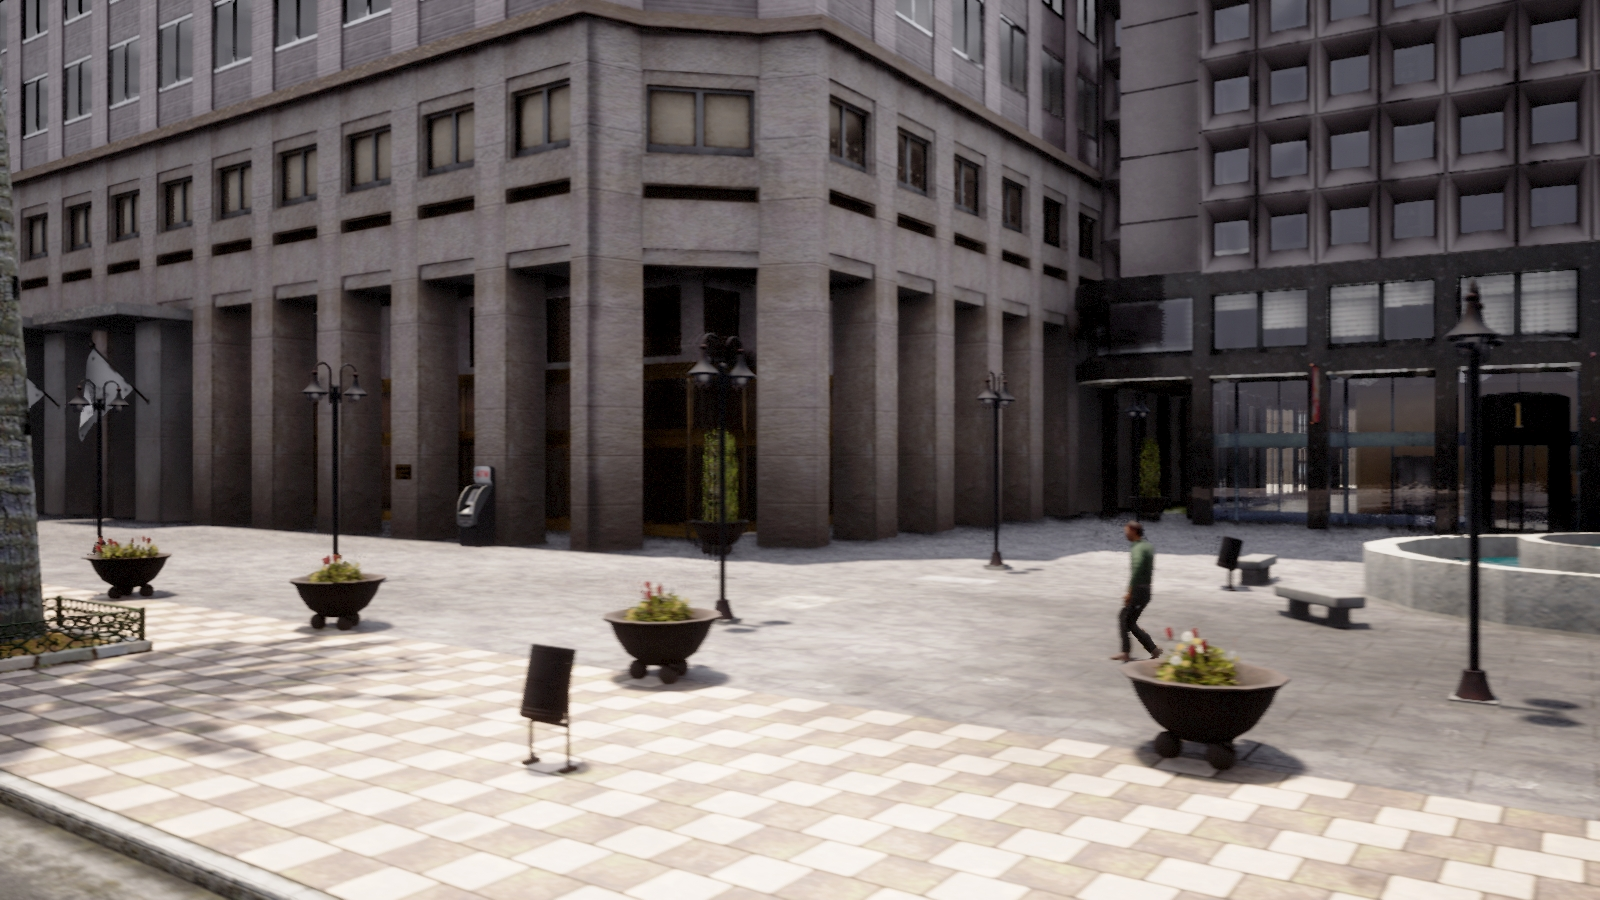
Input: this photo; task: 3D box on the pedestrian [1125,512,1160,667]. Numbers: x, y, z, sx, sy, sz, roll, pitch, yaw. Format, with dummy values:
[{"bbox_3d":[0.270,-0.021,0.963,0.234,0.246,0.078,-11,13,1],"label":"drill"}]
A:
[{"bbox_3d":[4.246,1.711,14.141,0.375,1.860,0.375,0,0,23],"label":"pedestrian"}]
